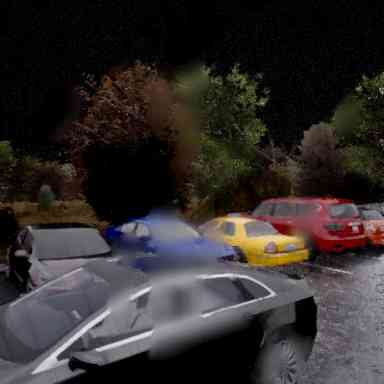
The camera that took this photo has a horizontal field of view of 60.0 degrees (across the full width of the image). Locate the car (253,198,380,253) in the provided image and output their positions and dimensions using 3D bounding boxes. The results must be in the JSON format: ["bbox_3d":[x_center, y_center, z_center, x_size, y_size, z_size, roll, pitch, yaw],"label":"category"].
[{"bbox_3d":[3.599,1.253,12.681,2.435,2.045,5.566,0,0,-36],"label":"car"}]

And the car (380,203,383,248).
[{"bbox_3d":[5.999,1.385,14.326,2.185,1.767,4.553,0,0,-36],"label":"car"}]

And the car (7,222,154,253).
[{"bbox_3d":[-3.061,1.515,7.844,2.163,1.488,4.792,0,0,-36],"label":"car"}]

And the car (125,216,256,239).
[{"bbox_3d":[-0.815,1.492,9.494,2.097,1.535,5.008,0,0,-36],"label":"car"}]

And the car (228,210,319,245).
[{"bbox_3d":[1.242,1.495,11.188,1.946,1.575,5.366,0,0,-36],"label":"car"}]

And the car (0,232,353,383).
[{"bbox_3d":[-0.679,1.495,3.500,4.902,1.511,2.128,0,0,-35],"label":"car"}]
